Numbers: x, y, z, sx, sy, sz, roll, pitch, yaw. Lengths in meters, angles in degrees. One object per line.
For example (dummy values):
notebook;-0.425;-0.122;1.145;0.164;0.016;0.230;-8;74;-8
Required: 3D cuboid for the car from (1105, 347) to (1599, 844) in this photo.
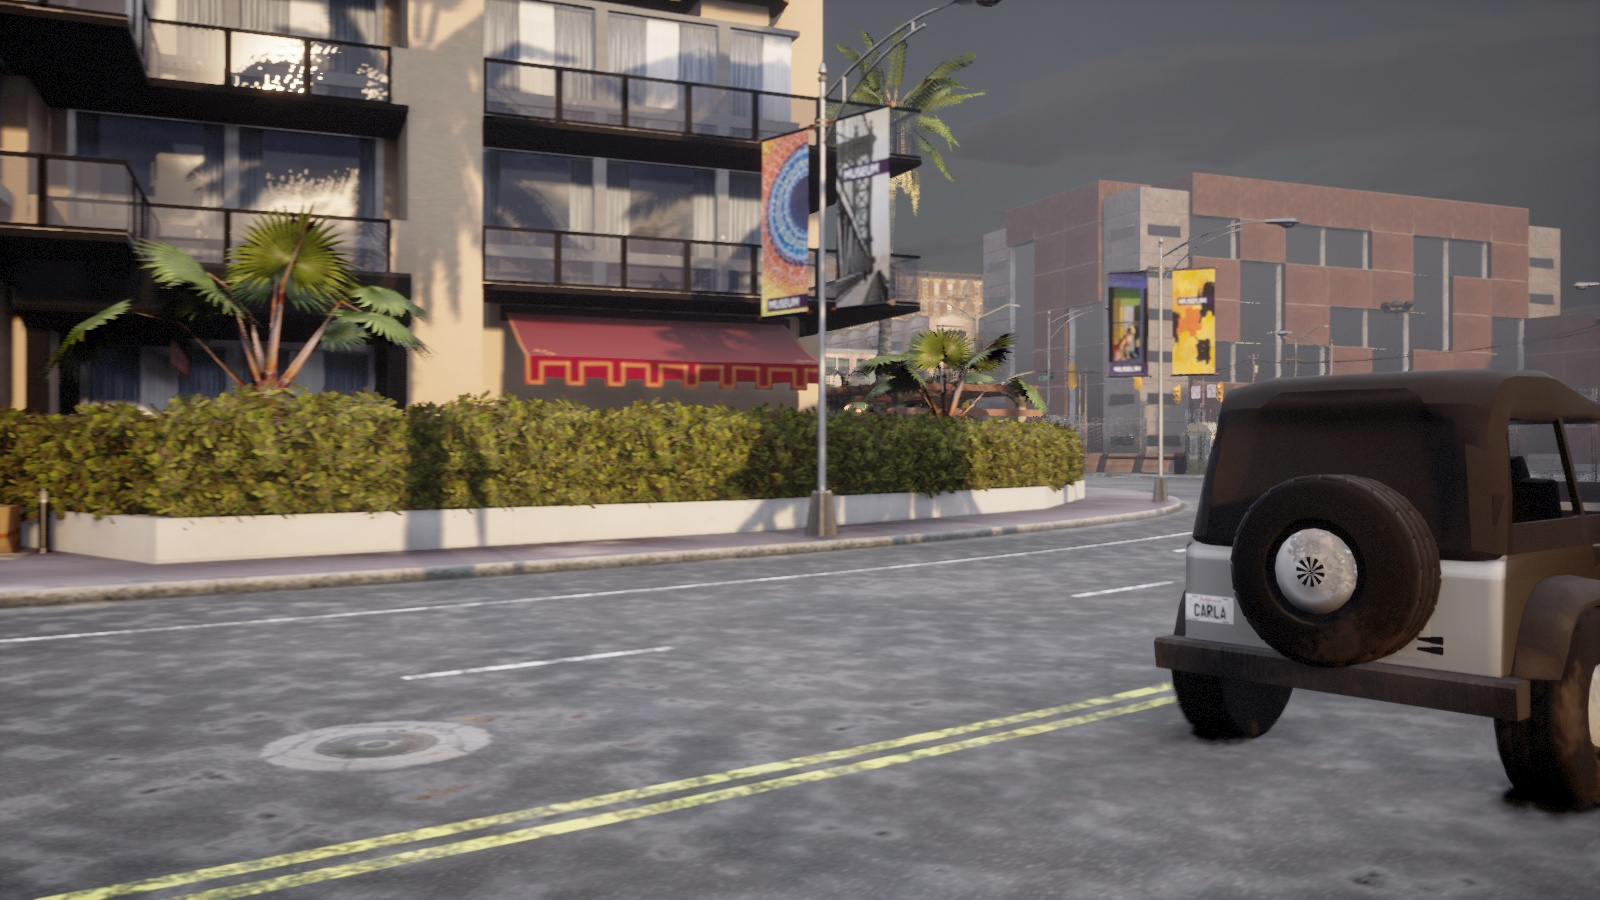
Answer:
car;3.589;0.551;6.724;3.866;1.878;1.905;0;0;-41
